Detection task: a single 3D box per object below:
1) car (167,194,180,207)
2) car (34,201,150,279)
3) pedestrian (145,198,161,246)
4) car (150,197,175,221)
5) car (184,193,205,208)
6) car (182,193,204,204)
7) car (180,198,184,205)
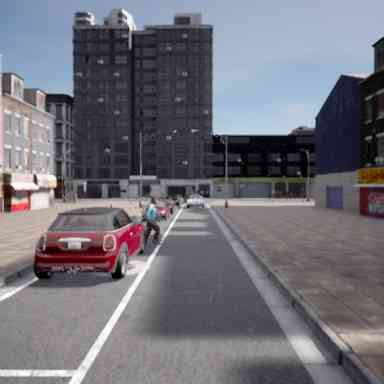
[{"bbox_3d":[-2.378,1.133,28.569,1.947,1.339,4.313,0,1,1],"label":"car"},{"bbox_3d":[-2.663,1.203,9.726,2.097,1.767,4.553,0,1,1],"label":"car"},{"bbox_3d":[-1.465,1.103,12.518,0.375,1.860,0.375,0,1,1],"label":"pedestrian"},{"bbox_3d":[-2.428,1.231,23.118,1.802,1.307,4.206,0,1,1],"label":"car"},{"bbox_3d":[0.415,1.053,36.086,1.895,1.301,4.718,0,1,1],"label":"car"},{"bbox_3d":[0.085,0.845,46.386,2.033,1.411,5.357,0,1,-10],"label":"car"},{"bbox_3d":[-2.277,0.968,39.472,1.947,1.339,4.313,0,1,1],"label":"car"}]
